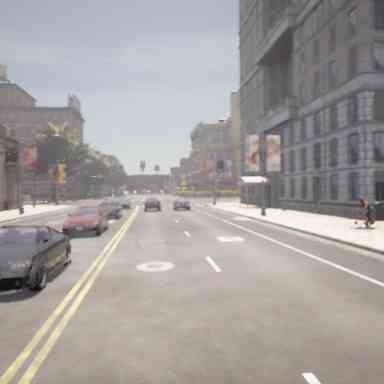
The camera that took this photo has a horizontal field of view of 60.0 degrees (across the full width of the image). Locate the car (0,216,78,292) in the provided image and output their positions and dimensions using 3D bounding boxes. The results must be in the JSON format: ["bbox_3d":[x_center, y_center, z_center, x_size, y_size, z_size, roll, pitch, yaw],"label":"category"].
[{"bbox_3d":[-4.580,1.583,8.784,1.994,1.385,4.181,-1,0,-7],"label":"car"}]

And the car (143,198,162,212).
[{"bbox_3d":[-4.538,1.417,38.207,1.837,1.490,4.892,-1,0,-8],"label":"car"}]

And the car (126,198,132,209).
[{"bbox_3d":[-8.837,1.491,43.116,2.033,1.411,5.357,-1,0,-7],"label":"car"}]

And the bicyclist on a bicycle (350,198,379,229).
[{"bbox_3d":[8.962,1.137,17.282,1.656,1.620,0.582,-1,0,-7],"label":"bicyclist on a bicycle"}]

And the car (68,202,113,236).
[{"bbox_3d":[-5.778,1.524,18.538,1.812,1.442,4.674,-1,0,-7],"label":"car"}]

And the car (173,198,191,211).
[{"bbox_3d":[-1.252,1.418,39.685,2.033,1.411,5.357,-1,0,-7],"label":"car"}]

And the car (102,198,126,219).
[{"bbox_3d":[-7.010,1.480,28.513,1.837,1.490,4.892,-1,0,-7],"label":"car"}]
